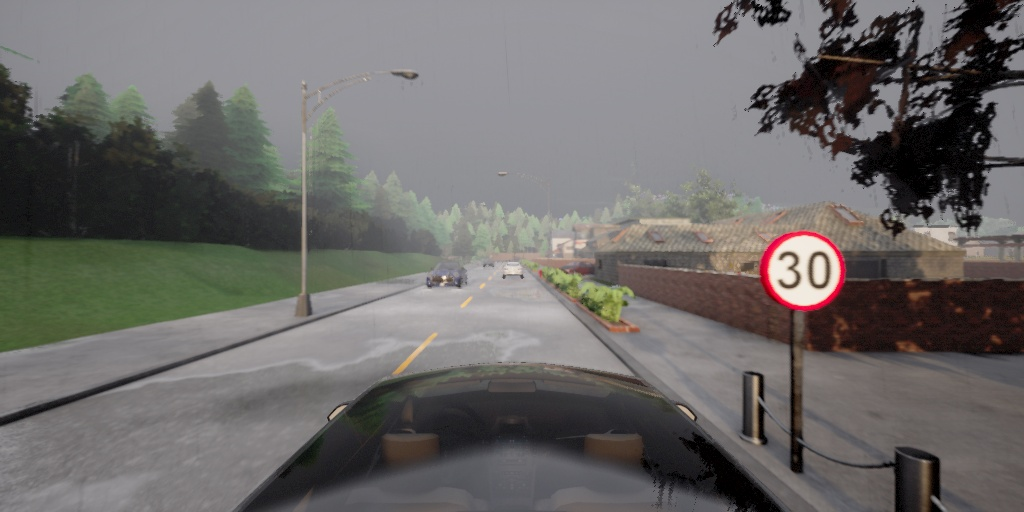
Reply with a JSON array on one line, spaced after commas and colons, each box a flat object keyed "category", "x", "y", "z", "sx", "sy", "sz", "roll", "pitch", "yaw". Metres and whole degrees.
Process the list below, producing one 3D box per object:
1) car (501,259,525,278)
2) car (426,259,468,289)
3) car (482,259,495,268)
[{"category": "car", "x": 0.092, "y": 1.275, "z": 33.463, "sx": 1.812, "sy": 1.442, "sz": 4.674, "roll": 0, "pitch": 0, "yaw": 0}, {"category": "car", "x": -4.105, "y": 1.101, "z": 23.275, "sx": 2.097, "sy": 1.767, "sz": 4.553, "roll": 0, "pitch": 0, "yaw": 0}, {"category": "car", "x": -4.039, "y": 1.254, "z": 61.460, "sx": 1.837, "sy": 1.490, "sz": 4.892, "roll": 0, "pitch": 0, "yaw": 1}]
